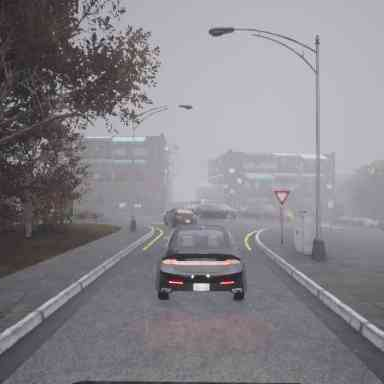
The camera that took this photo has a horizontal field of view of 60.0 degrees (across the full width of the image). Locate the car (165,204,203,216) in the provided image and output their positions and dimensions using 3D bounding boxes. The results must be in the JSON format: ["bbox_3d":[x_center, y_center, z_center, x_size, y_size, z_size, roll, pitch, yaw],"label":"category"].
[{"bbox_3d":[-0.922,1.941,25.837,1.812,1.442,4.674,0,-1,-15],"label":"car"}]

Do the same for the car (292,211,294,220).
[{"bbox_3d":[12.535,3.160,44.618,1.946,1.575,5.366,6,-3,-31],"label":"car"}]

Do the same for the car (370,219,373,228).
[{"bbox_3d":[24.431,4.331,46.791,2.002,1.452,4.674,7,-3,-31],"label":"car"}]

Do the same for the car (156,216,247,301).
[{"bbox_3d":[0.215,1.582,8.551,2.128,1.511,4.902,0,-1,1],"label":"car"}]

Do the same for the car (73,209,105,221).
[{"bbox_3d":[-12.076,2.485,36.155,4.718,1.301,1.895,-2,-1,9],"label":"car"}]

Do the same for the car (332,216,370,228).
[{"bbox_3d":[21.473,4.049,46.207,2.002,1.452,4.674,6,-3,-31],"label":"car"}]

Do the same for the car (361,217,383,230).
[{"bbox_3d":[27.297,4.569,47.513,1.946,1.575,5.366,6,-3,-31],"label":"car"}]

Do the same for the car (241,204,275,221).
[{"bbox_3d":[6.489,2.429,37.850,4.892,1.490,1.837,5,-2,-11],"label":"car"}]

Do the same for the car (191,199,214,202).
[{"bbox_3d":[0.907,1.943,41.995,2.435,2.045,5.566,1,-2,-31],"label":"car"}]

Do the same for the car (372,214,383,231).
[{"bbox_3d":[23.813,3.658,37.393,5.566,2.045,2.150,6,-2,-11],"label":"car"}]

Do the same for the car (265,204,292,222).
[{"bbox_3d":[9.718,2.632,43.849,2.435,2.045,5.566,7,-3,-32],"label":"car"}]

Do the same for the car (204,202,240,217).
[{"bbox_3d":[3.773,2.227,42.653,2.185,1.767,4.553,4,-3,-32],"label":"car"}]

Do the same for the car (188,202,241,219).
[{"bbox_3d":[1.908,2.051,33.139,5.008,1.535,1.882,1,-1,-9],"label":"car"}]
